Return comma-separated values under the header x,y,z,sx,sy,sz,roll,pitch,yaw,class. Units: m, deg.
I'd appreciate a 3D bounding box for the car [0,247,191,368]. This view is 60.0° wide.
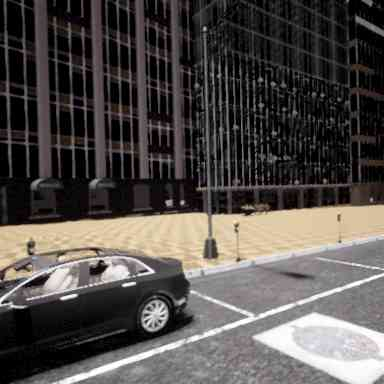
x,y,z,sx,sy,sz,roll,pitch,yaw,class
-2.064,1.599,5.094,4.403,1.369,2.008,-1,-1,-36,car
